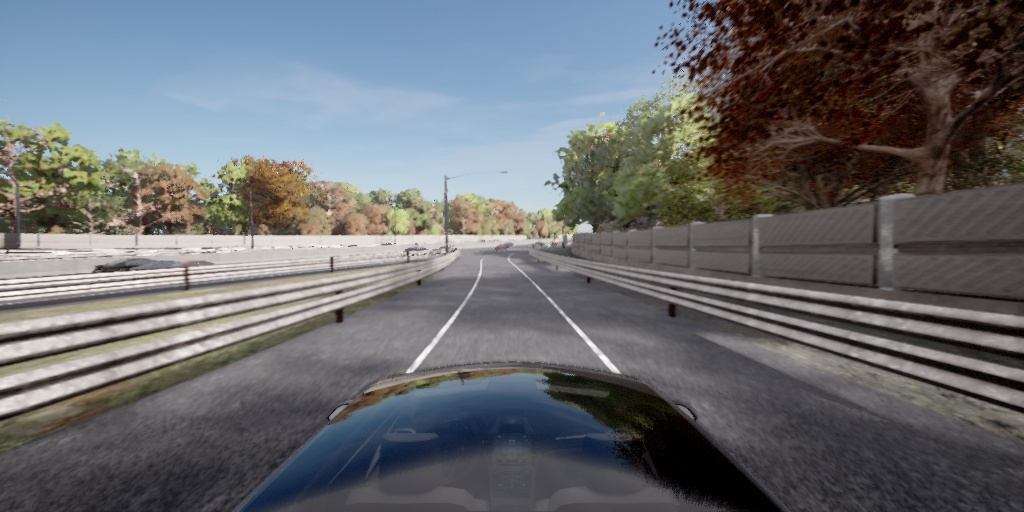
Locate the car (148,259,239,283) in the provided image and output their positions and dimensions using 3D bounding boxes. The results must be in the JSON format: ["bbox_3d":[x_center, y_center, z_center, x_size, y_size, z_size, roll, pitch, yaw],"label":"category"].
[{"bbox_3d":[-22.041,1.021,25.402,1.812,1.442,4.674,1,3,21],"label":"car"}]

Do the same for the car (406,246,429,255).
[{"bbox_3d":[-15.812,-1.008,60.530,2.128,1.511,4.902,1,3,22],"label":"car"}]

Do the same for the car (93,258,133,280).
[{"bbox_3d":[-28.635,0.886,27.758,1.882,1.535,5.008,1,3,21],"label":"car"}]

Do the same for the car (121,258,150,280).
[{"bbox_3d":[-25.336,1.015,26.590,1.994,1.385,4.181,1,3,21],"label":"car"}]

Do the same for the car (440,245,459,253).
[{"bbox_3d":[-10.957,-1.167,63.284,1.837,1.490,4.892,1,3,22],"label":"car"}]
